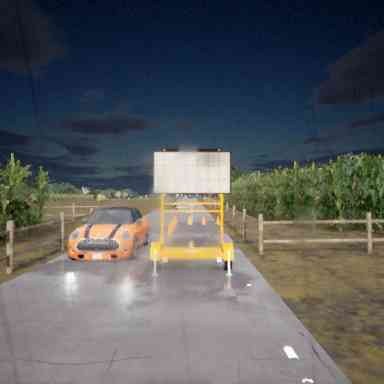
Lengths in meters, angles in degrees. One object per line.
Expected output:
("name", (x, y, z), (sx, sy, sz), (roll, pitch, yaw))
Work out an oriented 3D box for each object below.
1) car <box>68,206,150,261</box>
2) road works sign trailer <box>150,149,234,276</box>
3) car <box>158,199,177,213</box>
("car", (-2.849, 1.352, 12.262), (2.097, 1.767, 4.553), (0, 0, 0))
("road works sign trailer", (0.002, 0.464, 10.333), (2.380, 3.560, 2.880), (0, 0, 0))
("car", (-2.746, 1.551, 38.495), (1.837, 1.490, 4.892), (0, 0, 0))
